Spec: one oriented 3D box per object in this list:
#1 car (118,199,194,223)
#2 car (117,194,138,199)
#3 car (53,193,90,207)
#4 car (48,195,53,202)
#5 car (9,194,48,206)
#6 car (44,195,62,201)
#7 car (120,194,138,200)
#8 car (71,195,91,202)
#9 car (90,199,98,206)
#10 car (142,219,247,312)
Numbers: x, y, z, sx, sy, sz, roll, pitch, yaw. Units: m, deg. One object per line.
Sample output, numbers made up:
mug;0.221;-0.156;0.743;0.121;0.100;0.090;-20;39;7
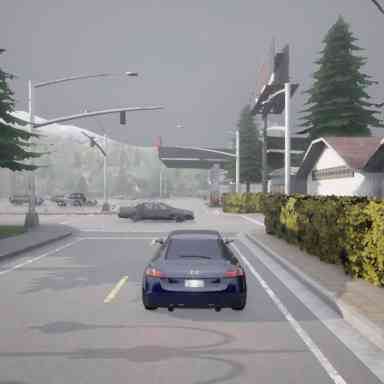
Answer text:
car;-2.510;1.440;23.702;5.357;1.411;2.033;1;0;0
car;-16.433;1.330;83.967;5.027;1.636;2.152;0;0;-1
car;-16.772;1.077;46.383;3.866;1.878;1.905;0;0;-1
car;-24.021;1.298;62.084;4.514;1.523;2.007;0;0;-1
car;-24.659;1.097;49.623;4.605;1.855;1.932;0;0;-1
car;-35.099;1.384;84.005;3.806;1.475;1.970;0;0;-1
car;-16.503;1.339;87.104;4.514;1.523;2.007;0;0;-1
car;-24.037;1.320;72.076;3.633;1.501;1.845;0;0;-1
car;-16.180;1.361;49.711;3.806;1.475;1.970;0;0;-1
car;0.059;1.564;7.798;1.994;1.385;4.181;0;0;1
